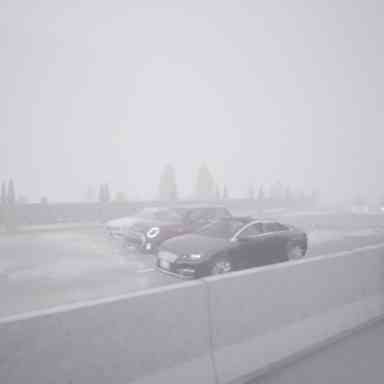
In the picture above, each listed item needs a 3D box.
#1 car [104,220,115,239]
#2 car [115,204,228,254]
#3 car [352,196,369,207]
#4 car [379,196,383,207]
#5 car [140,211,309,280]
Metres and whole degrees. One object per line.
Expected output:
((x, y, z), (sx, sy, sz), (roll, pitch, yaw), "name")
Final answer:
((-1.810, 1.463, 15.785), (4.674, 1.442, 1.812), (0, 0, -38), "car")
((-0.263, 1.301, 12.590), (4.553, 1.767, 2.097), (0, 0, -38), "car")
((24.272, 1.296, 48.081), (1.837, 1.490, 4.892), (0, 0, 25), "car")
((27.439, 1.286, 46.590), (2.128, 1.511, 4.902), (0, 0, 26), "car")
((1.306, 1.453, 9.382), (4.902, 1.511, 2.128), (0, 0, -37), "car")
